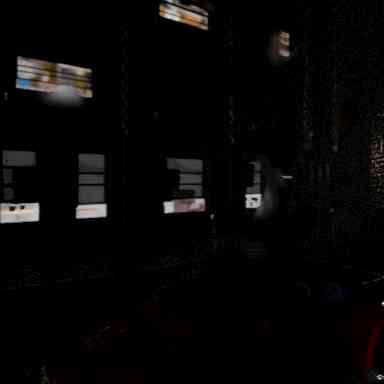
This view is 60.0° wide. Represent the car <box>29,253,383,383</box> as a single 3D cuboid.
[{"bbox_3d":[0.486,1.470,3.719,4.181,1.385,1.994,0,2,-33],"label":"car"}]
